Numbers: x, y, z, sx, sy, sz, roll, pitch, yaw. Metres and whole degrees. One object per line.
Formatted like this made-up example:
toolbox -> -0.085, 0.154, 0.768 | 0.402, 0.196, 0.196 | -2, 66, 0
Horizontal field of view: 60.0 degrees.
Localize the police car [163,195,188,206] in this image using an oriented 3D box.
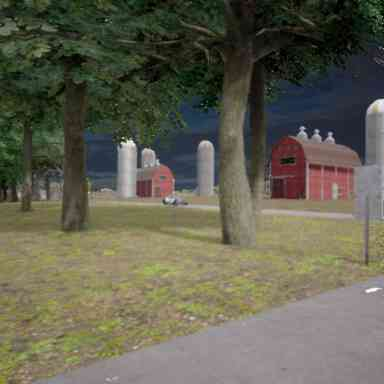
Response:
police car -> -2.384, 1.259, 49.256 | 2.038, 1.542, 4.974 | 1, -1, -36
